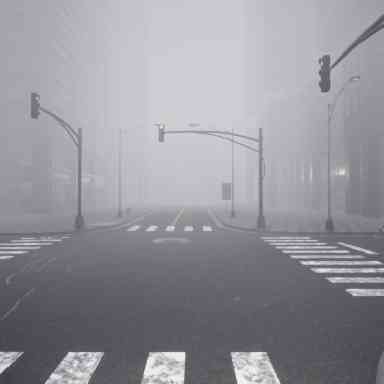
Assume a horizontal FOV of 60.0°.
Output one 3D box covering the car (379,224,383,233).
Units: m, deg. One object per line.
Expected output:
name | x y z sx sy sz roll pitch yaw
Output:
car | 11.760 1.564 16.189 4.829 1.417 1.752 0 -1 0
